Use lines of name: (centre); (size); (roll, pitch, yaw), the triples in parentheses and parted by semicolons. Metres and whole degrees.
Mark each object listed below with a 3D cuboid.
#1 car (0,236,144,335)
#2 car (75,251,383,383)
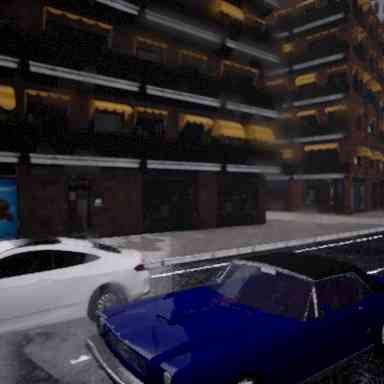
car: (-2.955, 1.532, 5.581); (4.674, 1.442, 1.812); (0, 0, -36)
car: (1.124, 1.600, 4.504); (4.718, 1.301, 1.895); (0, 0, -36)
